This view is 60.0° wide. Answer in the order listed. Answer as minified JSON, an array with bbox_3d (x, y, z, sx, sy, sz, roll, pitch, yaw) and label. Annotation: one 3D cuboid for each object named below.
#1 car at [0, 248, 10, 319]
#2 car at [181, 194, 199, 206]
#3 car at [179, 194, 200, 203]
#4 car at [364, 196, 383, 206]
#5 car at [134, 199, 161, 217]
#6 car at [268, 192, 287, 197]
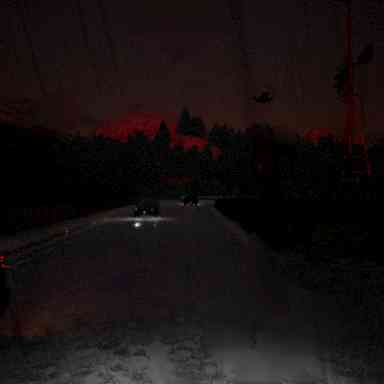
[{"bbox_3d":[-3.607,1.208,2.377,2.150,2.045,5.566,0,0,0],"label":"car"},{"bbox_3d":[-0.196,1.144,46.132,1.837,1.490,4.892,0,0,0],"label":"car"},{"bbox_3d":[-0.383,1.064,59.613,1.812,1.442,4.674,0,0,26],"label":"car"},{"bbox_3d":[21.898,1.188,37.984,3.905,1.438,1.784,0,0,-1],"label":"car"},{"bbox_3d":[-3.729,1.310,28.422,1.812,1.442,4.674,0,0,0],"label":"car"},{"bbox_3d":[17.485,0.808,66.772,4.553,1.767,2.097,0,0,0],"label":"car"}]
